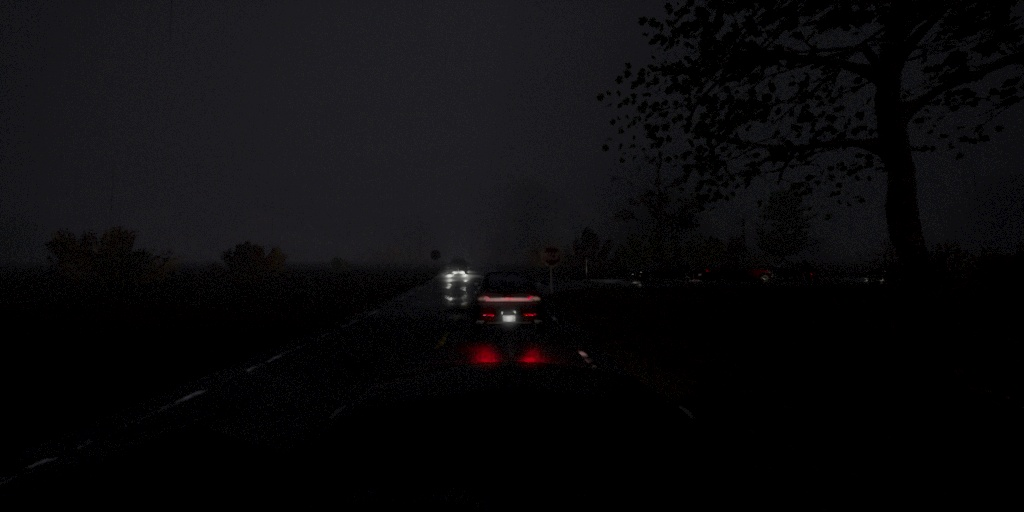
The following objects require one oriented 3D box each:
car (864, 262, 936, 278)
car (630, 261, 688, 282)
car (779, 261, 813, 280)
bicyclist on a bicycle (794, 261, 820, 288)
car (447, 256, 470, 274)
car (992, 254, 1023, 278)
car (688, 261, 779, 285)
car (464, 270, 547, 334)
[{"bbox_3d":[33.285,1.187,30.741,5.357,1.411,2.033,0,0,-9],"label":"car"},{"bbox_3d":[11.457,1.127,27.365,4.892,1.490,1.837,0,0,-9],"label":"car"},{"bbox_3d":[21.612,1.123,28.942,4.902,1.511,2.128,0,0,-9],"label":"car"},{"bbox_3d":[18.067,1.108,21.966,0.582,1.620,1.656,0,0,-9],"label":"bicyclist on a bicycle"},{"bbox_3d":[-5.497,1.039,36.893,1.837,1.490,4.892,0,0,-7],"label":"car"},{"bbox_3d":[41.510,0.880,28.846,5.566,2.045,2.150,0,0,-8],"label":"car"},{"bbox_3d":[15.213,1.115,24.758,5.008,1.535,1.882,0,0,-8],"label":"car"},{"bbox_3d":[-0.126,1.187,10.494,2.128,1.511,4.902,0,0,-2],"label":"car"}]
